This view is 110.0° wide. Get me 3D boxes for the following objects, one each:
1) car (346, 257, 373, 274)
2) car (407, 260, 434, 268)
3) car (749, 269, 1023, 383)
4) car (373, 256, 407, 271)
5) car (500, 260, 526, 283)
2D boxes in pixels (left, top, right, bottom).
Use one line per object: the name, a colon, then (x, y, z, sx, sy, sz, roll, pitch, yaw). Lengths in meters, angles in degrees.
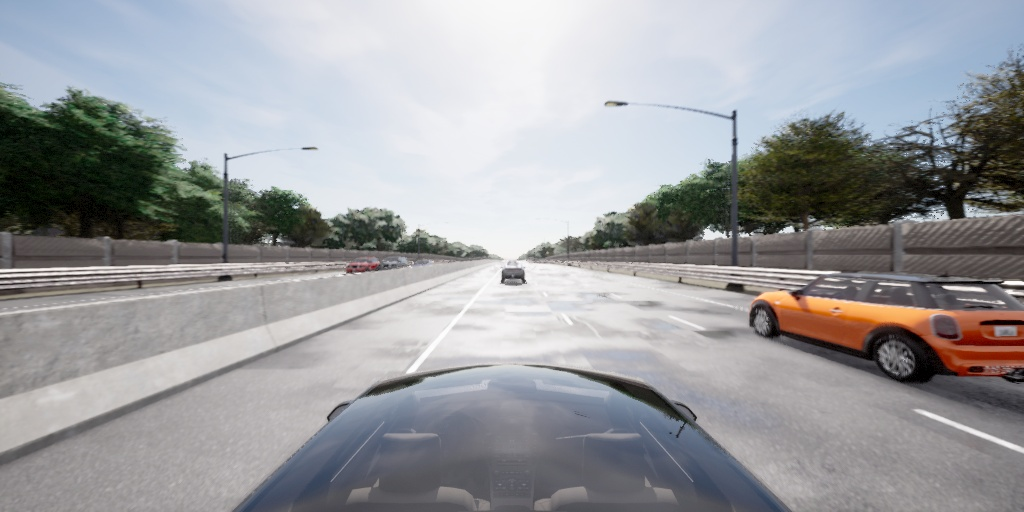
car: (-17.512, 1.165, 42.539, 2.150, 2.045, 5.566, 0, 0, 0)
car: (-10.512, 1.254, 42.600, 2.097, 1.767, 4.553, 0, 0, 0)
car: (7.097, 1.104, 7.279, 2.097, 1.767, 4.553, 0, 0, 0)
car: (-14.012, 1.067, 42.515, 2.150, 2.045, 5.566, 0, 0, 0)
car: (0.093, 1.278, 28.826, 2.128, 1.511, 4.902, 0, 0, 0)
